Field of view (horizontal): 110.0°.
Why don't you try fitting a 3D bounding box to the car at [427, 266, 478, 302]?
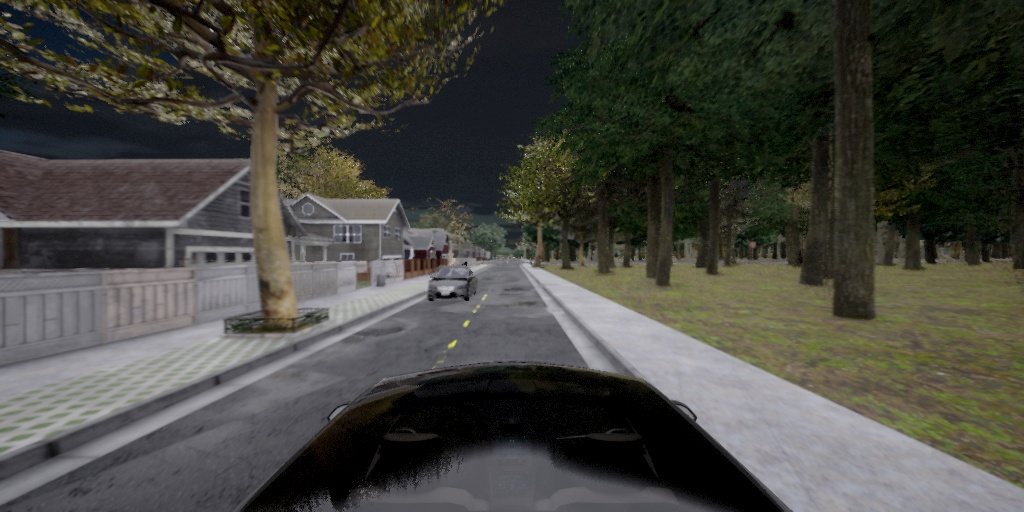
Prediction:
[{"bbox_3d":[-2.713,1.256,17.129,2.128,1.511,4.902,0,0,0],"label":"car"}]
